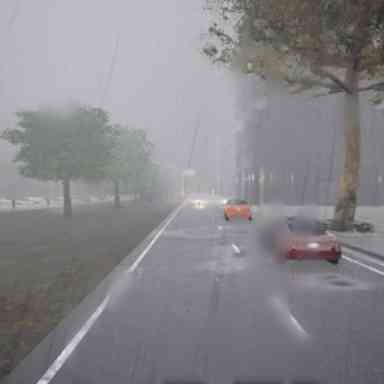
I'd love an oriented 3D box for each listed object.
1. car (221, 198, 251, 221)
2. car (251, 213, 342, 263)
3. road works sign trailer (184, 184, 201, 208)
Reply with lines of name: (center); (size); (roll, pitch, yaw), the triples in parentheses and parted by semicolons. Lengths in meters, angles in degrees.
car: (3.595, 1.357, 27.748); (2.097, 1.767, 4.553); (0, 0, 0)
car: (3.599, 1.558, 11.887); (1.994, 1.385, 4.181); (0, 0, 0)
road works sign trailer: (0.011, 0.552, 51.058); (2.380, 3.560, 2.880); (0, 0, 0)
